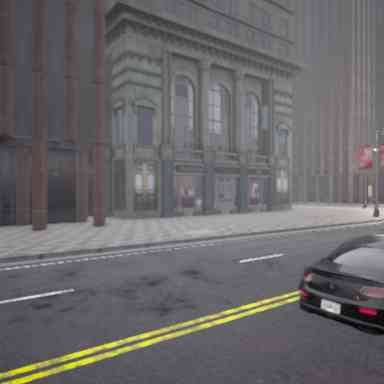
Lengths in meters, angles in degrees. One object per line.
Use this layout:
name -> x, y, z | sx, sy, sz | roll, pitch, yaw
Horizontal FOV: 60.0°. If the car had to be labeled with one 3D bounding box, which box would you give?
car -> 3.911, 1.513, 6.213 | 4.674, 1.442, 1.812 | 0, 0, -35
